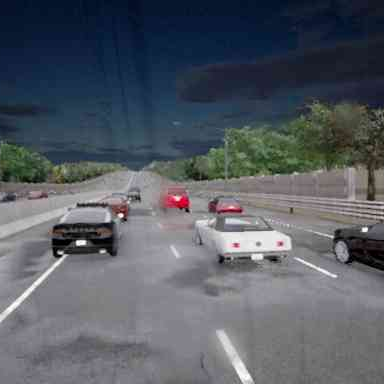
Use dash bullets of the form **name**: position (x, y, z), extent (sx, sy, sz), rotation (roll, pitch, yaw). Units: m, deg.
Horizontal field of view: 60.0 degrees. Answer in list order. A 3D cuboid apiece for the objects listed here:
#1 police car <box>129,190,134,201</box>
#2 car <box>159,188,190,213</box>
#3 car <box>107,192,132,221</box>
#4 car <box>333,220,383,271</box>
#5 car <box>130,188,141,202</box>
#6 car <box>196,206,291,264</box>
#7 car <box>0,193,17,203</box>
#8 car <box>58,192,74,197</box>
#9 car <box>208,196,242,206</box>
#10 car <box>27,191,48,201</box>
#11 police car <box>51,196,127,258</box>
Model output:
- **police car**: position (-6.104, 0.875, 27.694), extent (1.930, 1.638, 5.238), rotation (0, 1, -9)
- **car**: position (-1.587, 0.638, 28.881), extent (2.150, 2.045, 5.566), rotation (0, 1, -9)
- **car**: position (-5.120, 1.035, 21.659), extent (1.882, 1.535, 5.008), rotation (0, 1, -9)
- **car**: position (5.381, 1.287, 7.897), extent (1.882, 1.535, 5.008), rotation (0, 1, -9)
- **car**: position (-8.077, 0.637, 46.344), extent (1.882, 1.535, 5.008), rotation (0, 1, -9)
- **car**: position (1.350, 1.354, 10.879), extent (1.895, 1.301, 4.718), rotation (0, 1, -9)
- **car**: position (-25.771, 0.774, 45.561), extent (2.033, 1.411, 5.357), rotation (0, 1, -9)
- **car**: position (-19.789, 0.670, 52.466), extent (1.994, 1.385, 4.181), rotation (0, 1, -9)
- **car**: position (2.485, 1.027, 25.669), extent (1.994, 1.385, 4.181), rotation (0, 1, -9)
- **car**: position (-22.809, 0.641, 49.194), extent (1.882, 1.535, 5.008), rotation (0, 1, -9)
- **police car**: position (-3.528, 1.170, 11.890), extent (1.930, 1.638, 5.238), rotation (0, 1, -9)
